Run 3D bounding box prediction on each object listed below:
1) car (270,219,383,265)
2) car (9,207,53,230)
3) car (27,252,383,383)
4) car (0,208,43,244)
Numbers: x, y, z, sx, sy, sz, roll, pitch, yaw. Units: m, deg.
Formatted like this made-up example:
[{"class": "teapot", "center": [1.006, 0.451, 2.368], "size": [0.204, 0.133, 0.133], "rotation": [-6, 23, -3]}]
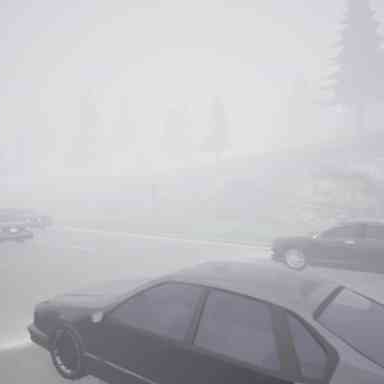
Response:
[{"class": "car", "center": [4.621, 1.513, 9.293], "size": [4.892, 1.490, 1.837], "rotation": [0, 0, 36]}, {"class": "car", "center": [-10.669, 1.622, 20.329], "size": [5.357, 1.411, 2.033], "rotation": [0, 0, 37]}, {"class": "car", "center": [0.346, 1.555, 3.744], "size": [5.357, 1.411, 2.033], "rotation": [0, 0, 36]}, {"class": "car", "center": [-9.218, 1.606, 14.915], "size": [5.357, 1.411, 2.033], "rotation": [0, 0, 36]}]
